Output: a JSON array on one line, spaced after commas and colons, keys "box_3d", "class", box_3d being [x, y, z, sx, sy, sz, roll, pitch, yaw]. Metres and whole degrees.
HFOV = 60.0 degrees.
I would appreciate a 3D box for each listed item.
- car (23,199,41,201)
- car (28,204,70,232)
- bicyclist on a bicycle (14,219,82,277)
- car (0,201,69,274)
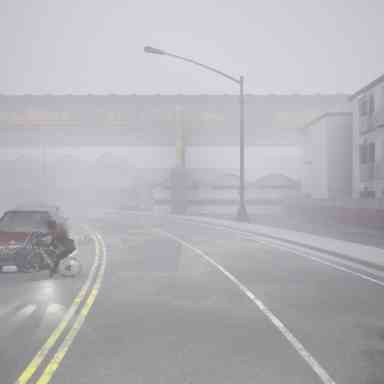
[{"box_3d": [-17.837, 1.573, 36.677, 4.902, 1.511, 2.128, -1, -2, 39], "class": "car"}, {"box_3d": [-8.878, 1.511, 20.430, 1.895, 1.301, 4.718, 1, 0, -30], "class": "car"}, {"box_3d": [-3.408, 1.390, 8.126, 1.656, 1.620, 0.582, 17, 26, -16], "class": "bicyclist on a bicycle"}, {"box_3d": [-5.129, 1.319, 10.464, 2.097, 1.767, 4.553, 0, 0, -15], "class": "car"}]
